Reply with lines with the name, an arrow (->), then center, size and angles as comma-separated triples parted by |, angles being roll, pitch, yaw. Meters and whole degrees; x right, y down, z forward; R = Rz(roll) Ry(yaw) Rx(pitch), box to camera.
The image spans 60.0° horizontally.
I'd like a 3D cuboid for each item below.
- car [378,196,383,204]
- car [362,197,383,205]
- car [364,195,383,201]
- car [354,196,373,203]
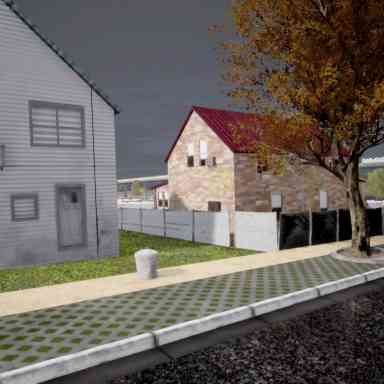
car -> 38.487, 1.625, 64.518 | 2.128, 1.511, 4.902 | -2, 0, 0
car -> 35.241, 1.740, 64.551 | 2.128, 1.511, 4.902 | -2, 0, 0
car -> 28.565, 1.583, 53.866 | 2.150, 2.045, 5.566 | -2, -1, 1
car -> 38.574, 1.585, 74.944 | 1.837, 1.490, 4.892 | -2, 0, 0
